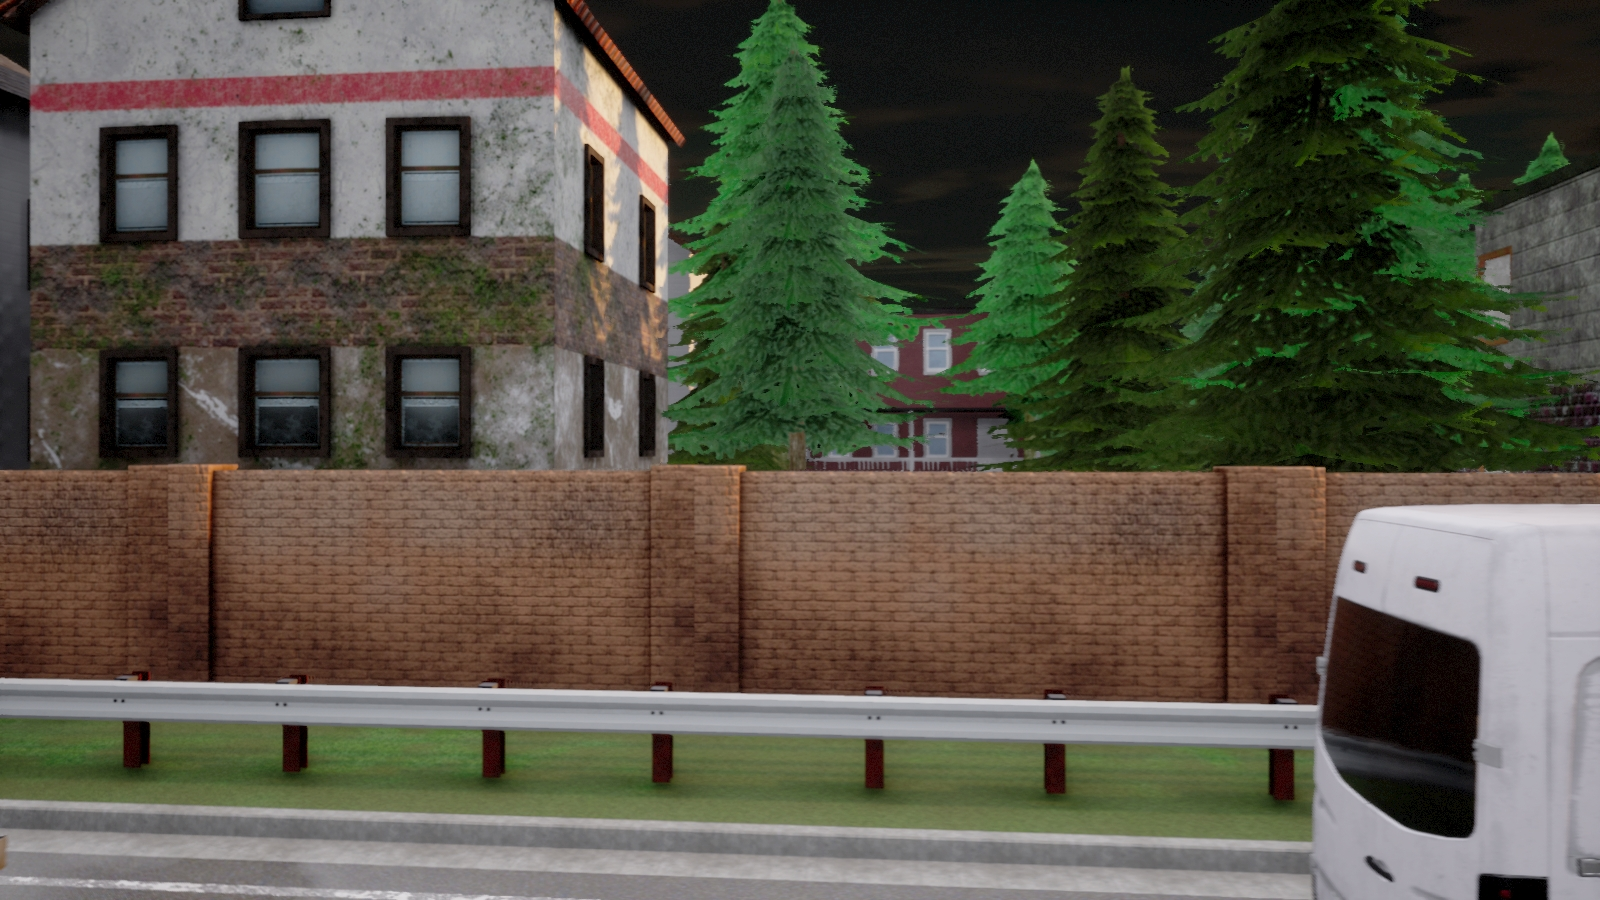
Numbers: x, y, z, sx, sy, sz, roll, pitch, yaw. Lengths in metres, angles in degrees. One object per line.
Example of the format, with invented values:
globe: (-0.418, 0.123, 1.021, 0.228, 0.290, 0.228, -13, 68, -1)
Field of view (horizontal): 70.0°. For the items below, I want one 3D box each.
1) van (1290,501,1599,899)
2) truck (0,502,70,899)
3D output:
van: (5.389, 1.538, 4.650, 5.915, 2.561, 1.988, 0, 0, 6)
truck: (-7.165, 1.580, 5.887, 5.204, 2.467, 2.627, -1, 0, 6)
